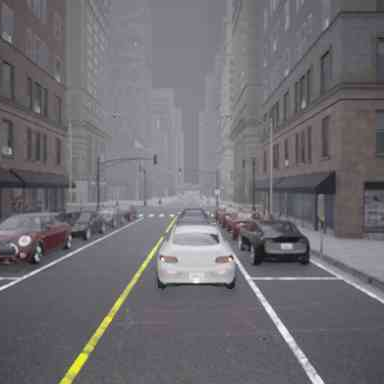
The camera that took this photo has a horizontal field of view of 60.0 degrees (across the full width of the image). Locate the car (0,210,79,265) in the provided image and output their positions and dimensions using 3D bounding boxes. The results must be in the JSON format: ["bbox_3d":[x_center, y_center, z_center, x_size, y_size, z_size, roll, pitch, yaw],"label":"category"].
[{"bbox_3d":[-5.775,1.502,11.721,1.967,1.590,4.097,-1,0,0],"label":"car"}]

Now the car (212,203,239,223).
[{"bbox_3d":[2.751,1.695,28.236,1.887,1.381,4.507,-1,0,0],"label":"car"}]

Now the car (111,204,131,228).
[{"bbox_3d":[-5.774,1.671,22.731,2.008,1.369,4.403,-1,0,0],"label":"car"}]

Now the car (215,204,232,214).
[{"bbox_3d":[2.751,1.665,22.731,1.887,1.381,4.507,-1,0,0],"label":"car"}]

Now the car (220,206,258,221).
[{"bbox_3d":[2.751,1.636,17.226,1.887,1.381,4.507,-1,0,0],"label":"car"}]

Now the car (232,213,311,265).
[{"bbox_3d":[2.752,1.628,11.721,1.947,1.339,4.313,-1,0,0],"label":"car"}]

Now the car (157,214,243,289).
[{"bbox_3d":[0.102,1.573,9.148,1.812,1.442,4.674,0,0,0],"label":"car"}]

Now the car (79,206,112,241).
[{"bbox_3d":[-5.773,1.657,17.226,1.947,1.339,4.313,-1,0,0],"label":"car"}]

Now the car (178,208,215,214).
[{"bbox_3d":[0.099,1.669,19.809,1.994,1.385,4.181,0,0,0],"label":"car"}]

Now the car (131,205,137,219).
[{"bbox_3d":[-5.774,1.694,28.236,1.887,1.381,4.507,-1,0,0],"label":"car"}]
